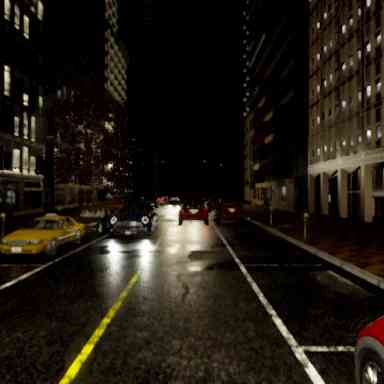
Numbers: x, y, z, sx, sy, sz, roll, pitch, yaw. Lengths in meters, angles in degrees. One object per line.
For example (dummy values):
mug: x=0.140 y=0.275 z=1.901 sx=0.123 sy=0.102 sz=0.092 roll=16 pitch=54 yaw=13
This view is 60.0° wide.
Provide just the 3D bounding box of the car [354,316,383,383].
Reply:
car: x=2.693 y=1.445 z=1.967 sx=1.967 sy=1.590 sz=4.097 roll=0 pitch=0 yaw=0

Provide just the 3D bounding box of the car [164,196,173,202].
car: x=-5.685 y=1.652 z=81.670 sx=1.887 sy=1.381 sz=4.507 roll=0 pitch=0 yaw=0

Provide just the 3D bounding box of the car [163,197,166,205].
car: x=-5.685 y=1.670 z=58.900 sx=1.802 sy=1.307 sz=4.206 roll=0 pitch=0 yaw=0

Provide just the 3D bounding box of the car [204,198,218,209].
car: x=2.695 y=1.602 z=47.673 sx=1.752 sy=1.417 sz=4.829 roll=0 pitch=0 yaw=0

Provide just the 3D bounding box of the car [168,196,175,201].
car: x=-5.684 y=1.697 z=93.055 sx=1.802 sy=1.307 sz=4.206 roll=0 pitch=0 yaw=0

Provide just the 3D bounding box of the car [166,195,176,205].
car: x=-3.045 y=1.689 z=59.063 sx=1.895 sy=1.301 sz=4.718 roll=0 pitch=0 yaw=1

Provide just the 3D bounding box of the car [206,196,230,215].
car: x=2.695 y=1.377 z=36.120 sx=2.192 sy=1.841 sz=5.009 roll=0 pitch=0 yaw=0

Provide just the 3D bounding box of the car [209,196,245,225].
car: x=2.695 y=1.360 z=24.736 sx=2.192 sy=1.841 sz=5.009 roll=0 pitch=0 yaw=0

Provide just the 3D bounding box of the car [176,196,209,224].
car: x=0.101 y=1.397 z=25.013 sx=2.097 sy=1.767 sz=4.553 roll=0 pitch=0 yaw=0

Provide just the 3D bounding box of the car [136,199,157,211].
car: x=-5.686 y=1.620 z=41.824 sx=2.008 sy=1.369 sz=4.403 roll=0 pitch=0 yaw=0

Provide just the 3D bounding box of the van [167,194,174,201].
van: x=-5.683 y=1.452 z=87.363 sx=1.690 sy=1.788 sz=3.998 roll=0 pitch=0 yaw=0

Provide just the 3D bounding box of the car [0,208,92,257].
car: x=-5.687 y=1.551 z=13.191 sx=1.752 sy=1.417 sz=4.829 roll=0 pitch=0 yaw=0

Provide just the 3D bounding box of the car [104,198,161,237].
car: x=-3.099 y=1.386 z=18.359 sx=2.097 sy=1.767 sz=4.553 roll=0 pitch=0 yaw=0

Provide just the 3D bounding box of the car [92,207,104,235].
car: x=-5.687 y=1.586 z=19.055 sx=2.008 sy=1.369 sz=4.403 roll=0 pitch=0 yaw=0

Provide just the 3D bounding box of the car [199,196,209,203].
car: x=2.696 y=1.669 z=75.965 sx=1.947 sy=1.339 sz=4.313 roll=0 pitch=0 yaw=0

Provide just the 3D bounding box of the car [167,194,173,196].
car: x=-5.685 y=1.649 z=70.285 sx=2.008 sy=1.369 sz=4.403 roll=0 pitch=0 yaw=0

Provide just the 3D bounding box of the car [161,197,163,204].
car: x=-5.686 y=1.642 z=47.517 sx=1.947 sy=1.339 sz=4.313 roll=0 pitch=0 yaw=0
